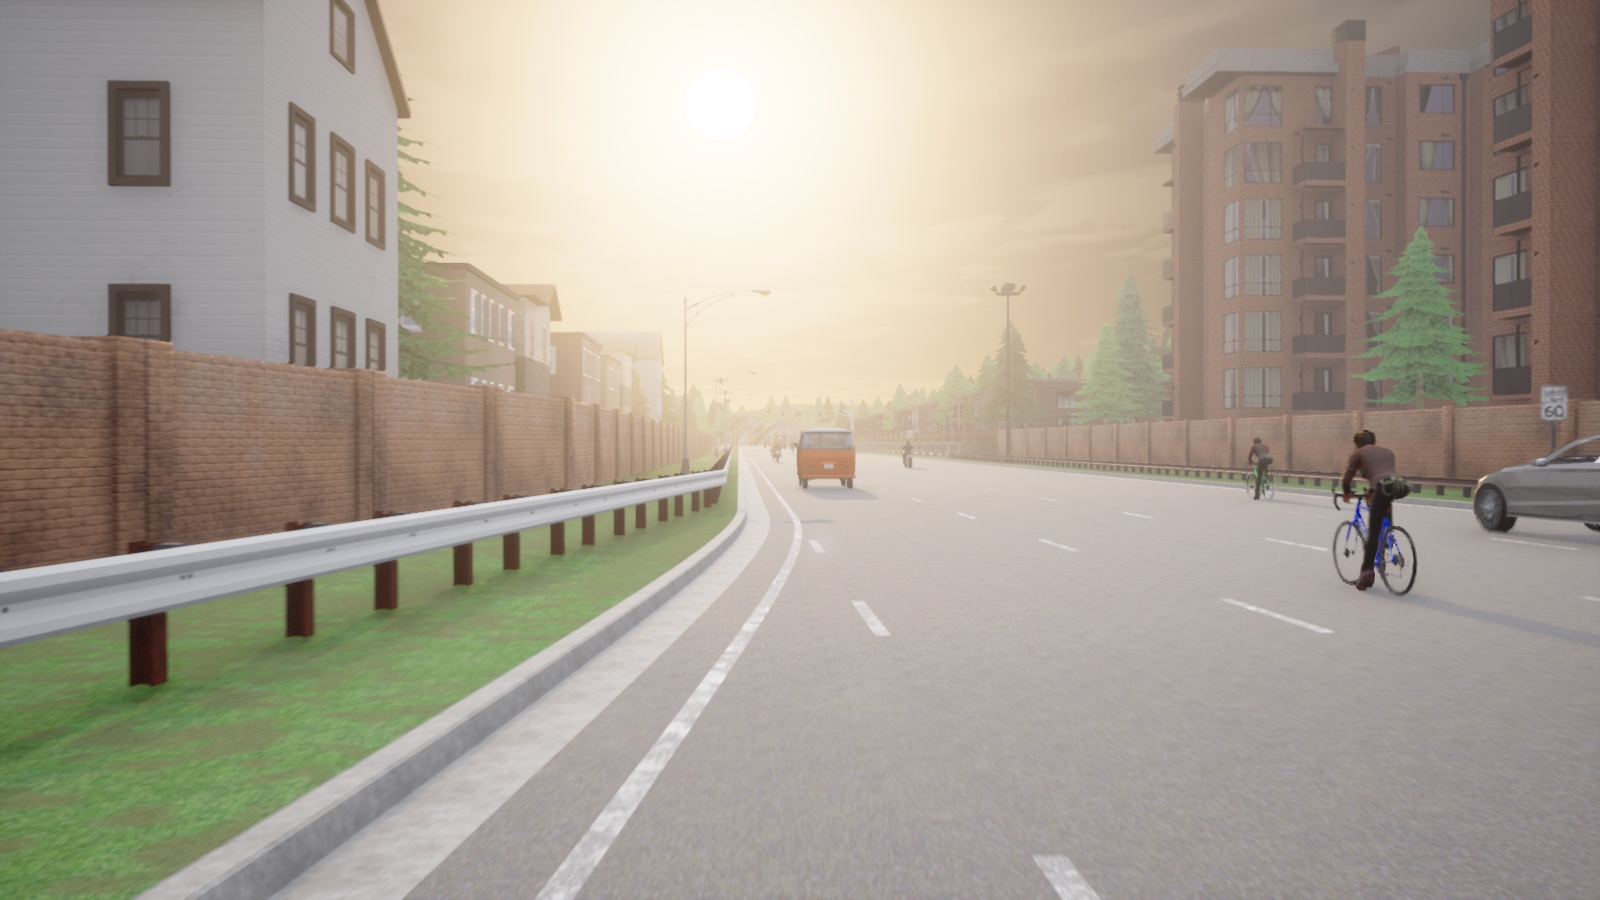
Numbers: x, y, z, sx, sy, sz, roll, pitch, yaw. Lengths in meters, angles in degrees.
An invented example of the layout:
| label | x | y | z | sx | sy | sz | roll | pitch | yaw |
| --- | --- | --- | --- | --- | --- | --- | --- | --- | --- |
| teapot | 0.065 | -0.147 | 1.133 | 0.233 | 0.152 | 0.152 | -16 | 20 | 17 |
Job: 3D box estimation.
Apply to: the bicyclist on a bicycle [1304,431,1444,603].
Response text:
| label | x | y | z | sx | sy | sz | roll | pitch | yaw |
| --- | --- | --- | --- | --- | --- | --- | --- | --- | --- |
| bicyclist on a bicycle | 5.745 | 0.627 | 12.669 | 0.582 | 1.620 | 1.656 | 0 | 0 | -3 |

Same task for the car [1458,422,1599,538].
| label | x | y | z | sx | sy | sz | roll | pitch | yaw |
| --- | --- | --- | --- | --- | --- | --- | --- | --- | --- |
| car | 12.443 | 0.421 | 18.983 | 2.152 | 1.651 | 5.027 | 0 | 0 | -3 |

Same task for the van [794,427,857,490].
| label | x | y | z | sx | sy | sz | roll | pitch | yaw |
| --- | --- | --- | --- | --- | --- | --- | --- | --- | --- |
| van | 0.797 | 0.245 | 42.039 | 1.775 | 1.987 | 4.442 | 0 | 0 | -3 |

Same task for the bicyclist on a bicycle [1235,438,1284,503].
| label | x | y | z | sx | sy | sz | roll | pitch | yaw |
| --- | --- | --- | --- | --- | --- | --- | --- | --- | --- |
| bicyclist on a bicycle | 11.790 | 0.514 | 32.276 | 0.582 | 1.620 | 1.656 | 0 | 0 | -3 |
